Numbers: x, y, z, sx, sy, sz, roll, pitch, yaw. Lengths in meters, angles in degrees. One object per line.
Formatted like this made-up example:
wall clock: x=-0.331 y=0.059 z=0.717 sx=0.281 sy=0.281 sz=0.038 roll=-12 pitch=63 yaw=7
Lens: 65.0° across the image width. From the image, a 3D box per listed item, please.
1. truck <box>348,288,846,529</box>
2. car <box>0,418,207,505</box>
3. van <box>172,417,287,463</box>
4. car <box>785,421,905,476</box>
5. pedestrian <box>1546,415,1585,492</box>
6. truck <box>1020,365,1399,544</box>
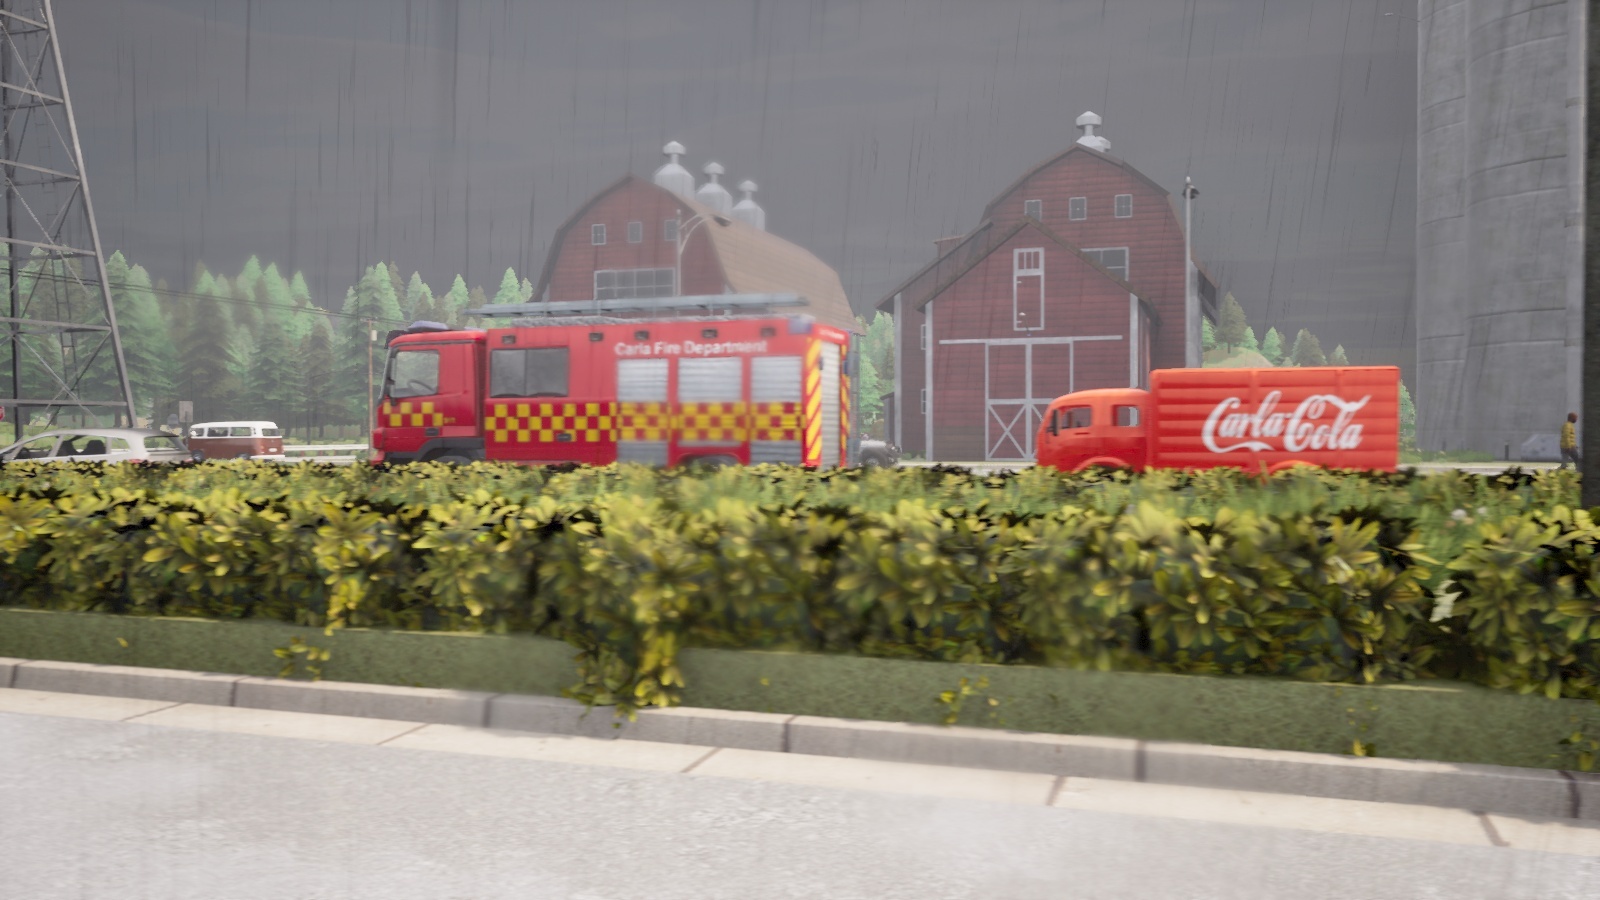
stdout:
truck: x=-3.653 y=-0.714 z=22.640 sx=8.468 sy=3.827 sz=2.891 roll=1 pitch=1 yaw=18
car: x=-14.881 y=0.207 z=25.497 sx=4.611 sy=1.667 sz=2.242 roll=0 pitch=1 yaw=3
van: x=-25.842 y=-0.460 z=56.962 sx=4.480 sy=2.038 sz=2.069 roll=0 pitch=1 yaw=16
car: x=1.608 y=-0.084 z=44.493 sx=3.866 sy=1.878 sz=1.905 roll=1 pitch=1 yaw=18
pedestrian: x=18.389 y=0.068 z=30.178 sx=0.726 sy=1.835 sz=0.370 roll=0 pitch=1 yaw=17
truck: x=6.206 y=0.046 z=19.410 sx=5.204 sy=2.467 sz=2.627 roll=0 pitch=1 yaw=18
